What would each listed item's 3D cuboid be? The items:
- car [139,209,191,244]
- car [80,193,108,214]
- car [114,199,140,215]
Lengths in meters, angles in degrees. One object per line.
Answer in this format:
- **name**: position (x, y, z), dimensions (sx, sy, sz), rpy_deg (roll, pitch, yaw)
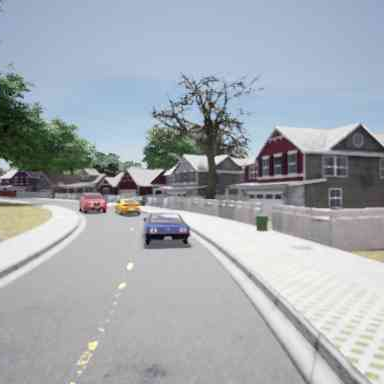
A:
- **car**: position (-1.357, 1.585, 15.702), dimensions (1.895, 1.301, 4.718), rpy_deg (0, 0, -10)
- **car**: position (-10.258, 1.129, 34.422), dimensions (2.150, 2.045, 5.566), rpy_deg (0, 0, -25)
- **car**: position (-6.491, 1.409, 33.041), dimensions (1.882, 1.535, 5.008), rpy_deg (0, 0, -22)
